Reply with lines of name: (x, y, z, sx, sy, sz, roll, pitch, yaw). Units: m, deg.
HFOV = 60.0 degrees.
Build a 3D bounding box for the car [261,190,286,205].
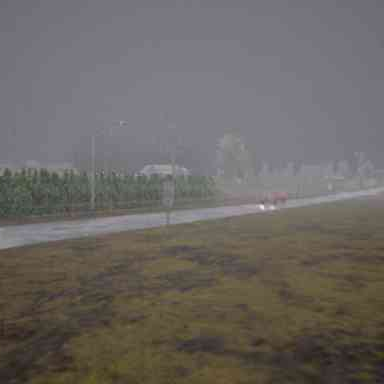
car: (12.531, 0.795, 50.919, 2.150, 2.045, 5.566, 2, 2, 36)
